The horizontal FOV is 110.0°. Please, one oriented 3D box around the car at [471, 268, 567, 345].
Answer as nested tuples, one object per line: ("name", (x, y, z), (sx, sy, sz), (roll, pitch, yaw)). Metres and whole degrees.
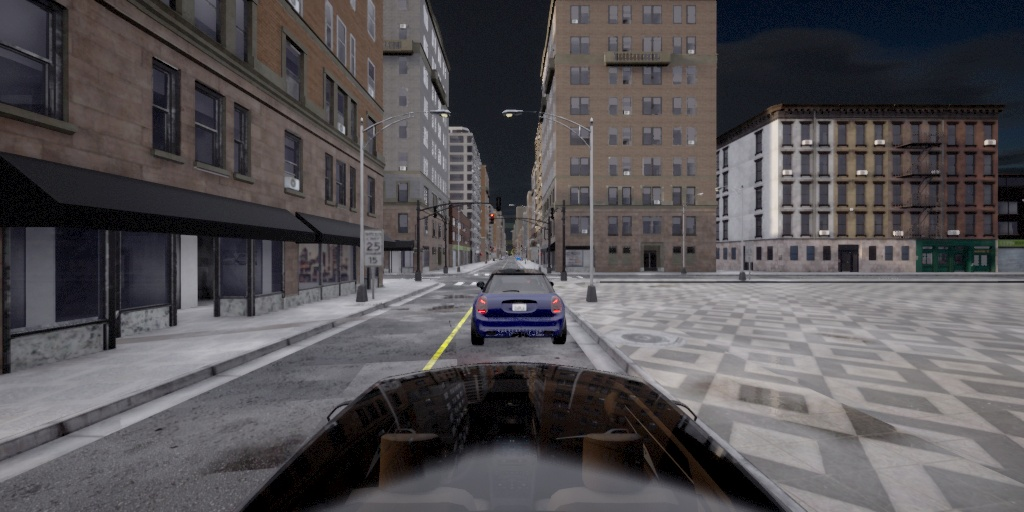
("car", (0.102, 1.101, 9.661), (2.097, 1.767, 4.553), (0, 0, -1))
